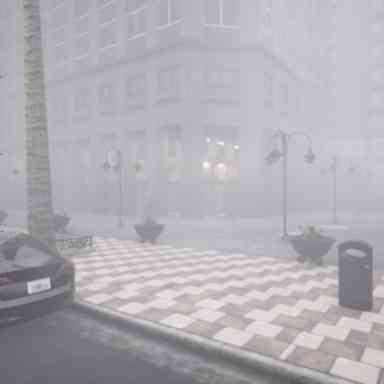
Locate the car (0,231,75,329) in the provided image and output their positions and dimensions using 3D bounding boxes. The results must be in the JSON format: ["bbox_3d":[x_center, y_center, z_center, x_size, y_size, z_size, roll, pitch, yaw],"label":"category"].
[{"bbox_3d":[-4.315,1.515,6.550,4.786,1.482,2.161,0,0,35],"label":"car"}]
